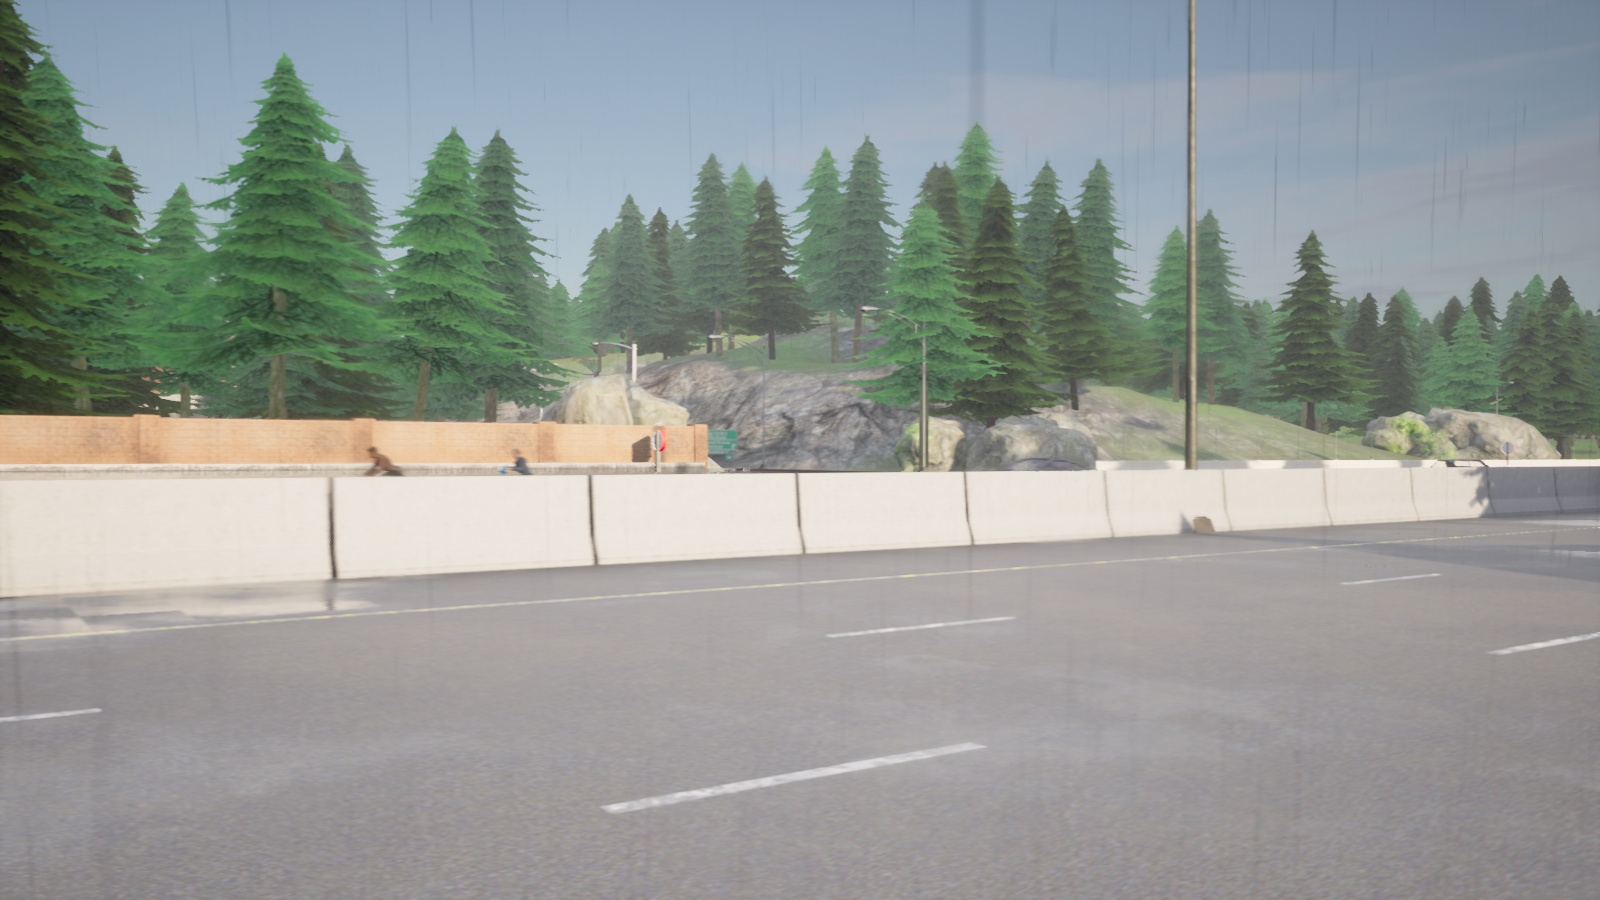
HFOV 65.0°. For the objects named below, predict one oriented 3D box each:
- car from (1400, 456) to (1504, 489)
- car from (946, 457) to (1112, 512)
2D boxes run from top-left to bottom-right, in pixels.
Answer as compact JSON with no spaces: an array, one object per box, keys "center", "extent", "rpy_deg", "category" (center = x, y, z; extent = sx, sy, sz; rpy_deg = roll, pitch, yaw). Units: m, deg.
[{"center":[27.272,0.916,52.490],"extent":[4.718,1.301,1.895],"rpy_deg":[0,0,-35],"category":"car"},{"center":[6.142,0.878,33.520],"extent":[4.181,1.385,1.994],"rpy_deg":[0,0,-35],"category":"car"}]
